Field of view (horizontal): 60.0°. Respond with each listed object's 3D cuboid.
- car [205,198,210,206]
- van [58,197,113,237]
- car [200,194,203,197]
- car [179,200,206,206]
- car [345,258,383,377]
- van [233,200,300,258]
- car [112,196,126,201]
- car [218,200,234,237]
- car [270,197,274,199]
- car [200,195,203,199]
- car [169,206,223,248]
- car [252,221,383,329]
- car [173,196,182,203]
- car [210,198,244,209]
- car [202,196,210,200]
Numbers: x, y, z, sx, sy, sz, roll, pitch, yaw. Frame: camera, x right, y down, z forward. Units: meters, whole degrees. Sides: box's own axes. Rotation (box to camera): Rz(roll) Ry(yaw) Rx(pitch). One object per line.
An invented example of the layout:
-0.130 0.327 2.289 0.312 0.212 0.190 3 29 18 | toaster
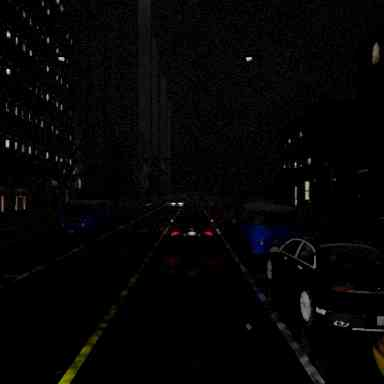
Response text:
2.703 1.566 34.173 1.947 1.339 4.313 1 0 0 | car
-5.673 1.342 17.737 1.690 1.788 3.998 1 0 0 | van
2.827 1.575 61.559 1.802 1.307 4.206 1 0 0 | car
0.000 1.618 29.684 1.895 1.301 4.718 0 0 0 | car
2.704 1.523 1.477 1.752 1.417 4.829 1 0 0 | car
2.707 1.341 12.263 1.690 1.788 3.998 1 0 0 | van
-17.425 1.645 77.688 4.206 1.307 1.802 -1 0 1 | car
2.705 1.441 17.740 1.967 1.590 4.097 1 0 0 | car
20.683 1.226 77.323 4.829 1.417 1.752 -1 0 1 | car
2.703 1.547 50.606 2.008 1.369 4.403 1 0 0 | car
0.000 1.564 14.652 2.033 1.411 5.357 0 0 0 | car
2.703 1.550 6.785 2.008 1.369 4.403 1 0 0 | car
-2.996 1.520 69.258 1.882 1.535 5.008 0 0 0 | car
2.707 1.316 23.219 2.192 1.841 5.009 1 0 0 | car
2.703 1.563 45.129 1.947 1.339 4.313 1 0 0 | car
